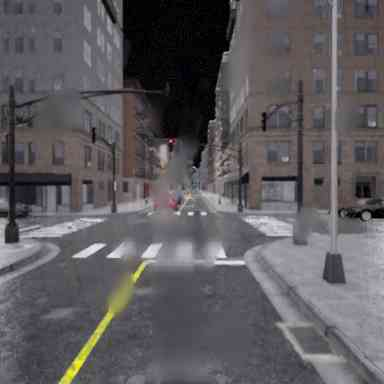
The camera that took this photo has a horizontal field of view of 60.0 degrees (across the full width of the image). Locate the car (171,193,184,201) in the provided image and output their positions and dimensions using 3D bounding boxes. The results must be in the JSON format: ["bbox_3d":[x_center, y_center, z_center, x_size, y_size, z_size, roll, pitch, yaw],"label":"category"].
[{"bbox_3d":[-2.499,0.813,58.146,1.895,1.301,4.718,0,1,1],"label":"car"}]

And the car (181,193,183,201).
[{"bbox_3d":[-2.660,0.612,46.257,2.150,2.045,5.566,0,0,1],"label":"car"}]

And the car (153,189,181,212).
[{"bbox_3d":[-2.516,0.807,31.979,2.150,2.045,5.566,0,1,-4],"label":"car"}]

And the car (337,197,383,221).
[{"bbox_3d":[12.630,1.079,21.937,5.008,1.535,1.882,-1,0,0],"label":"car"}]

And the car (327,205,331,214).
[{"bbox_3d":[12.369,1.126,24.685,4.507,1.381,1.887,-1,1,1],"label":"car"}]

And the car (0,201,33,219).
[{"bbox_3d":[-14.391,1.386,25.129,4.403,1.369,2.008,-1,1,1],"label":"car"}]
